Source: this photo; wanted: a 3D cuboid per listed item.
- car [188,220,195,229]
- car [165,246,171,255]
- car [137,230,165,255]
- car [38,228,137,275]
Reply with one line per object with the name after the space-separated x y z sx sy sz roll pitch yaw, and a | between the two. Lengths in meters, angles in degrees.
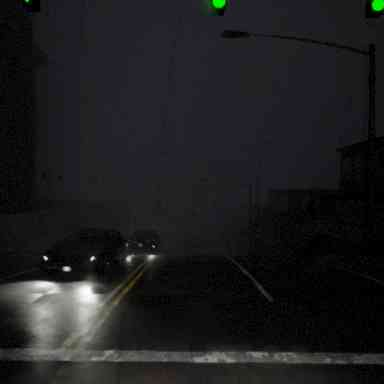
-0.059 9.427 91.900 1.837 1.490 4.892 0 0 0 | car
-3.605 7.107 39.649 1.882 1.535 5.008 0 -10 0 | car
-3.616 3.953 26.064 2.150 2.045 5.566 0 -12 0 | car
-3.593 2.031 12.243 2.033 1.411 5.357 1 -4 0 | car
